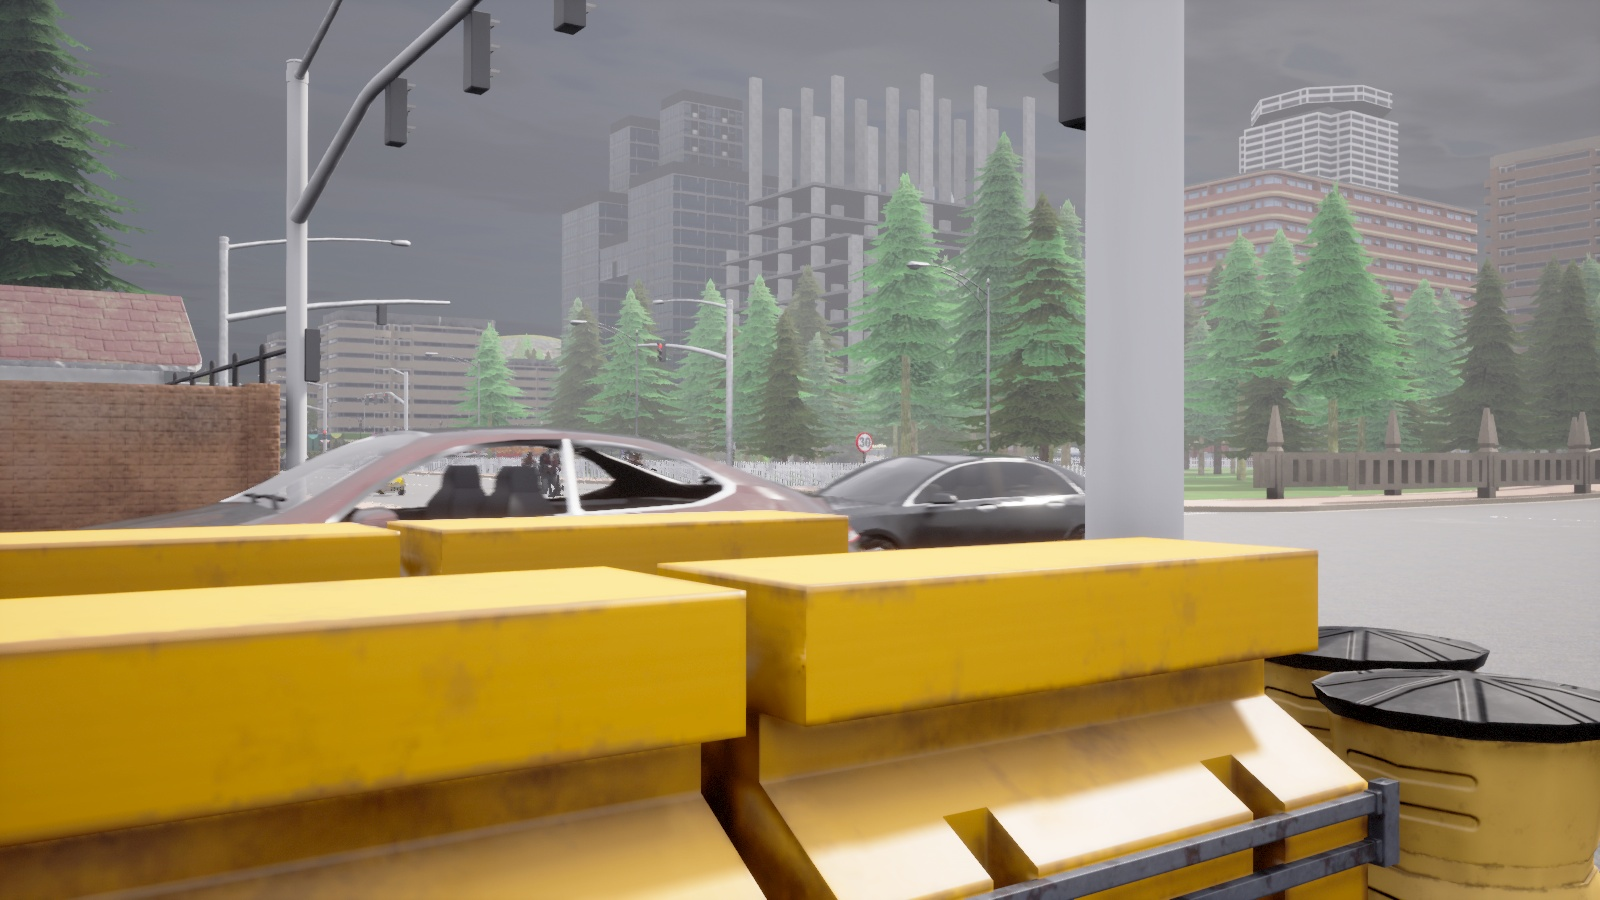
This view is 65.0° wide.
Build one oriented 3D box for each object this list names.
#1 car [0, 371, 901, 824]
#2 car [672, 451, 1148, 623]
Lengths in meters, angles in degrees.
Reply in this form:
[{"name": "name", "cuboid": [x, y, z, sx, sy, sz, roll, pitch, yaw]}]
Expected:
[{"name": "car", "cuboid": [-2.115, 0.544, 6.452, 5.027, 1.651, 2.152, 0, 0, -35]}, {"name": "car", "cuboid": [1.272, 0.781, 13.075, 4.892, 1.490, 1.837, 1, -1, -35]}]
